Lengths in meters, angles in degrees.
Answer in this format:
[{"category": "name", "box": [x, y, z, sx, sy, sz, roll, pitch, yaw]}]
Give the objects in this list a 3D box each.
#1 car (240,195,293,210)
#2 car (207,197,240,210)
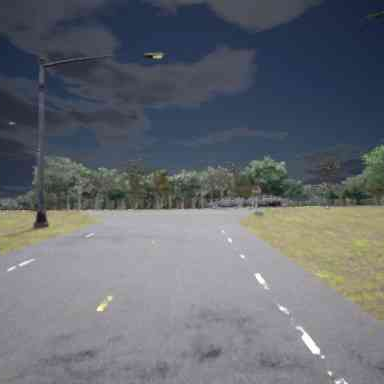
[{"category": "car", "box": [7.815, 1.022, 34.205, 4.902, 1.511, 2.128, -2, -3, -1]}, {"category": "car", "box": [4.332, 1.426, 41.152, 4.902, 1.511, 2.128, -1, -2, -1]}]
